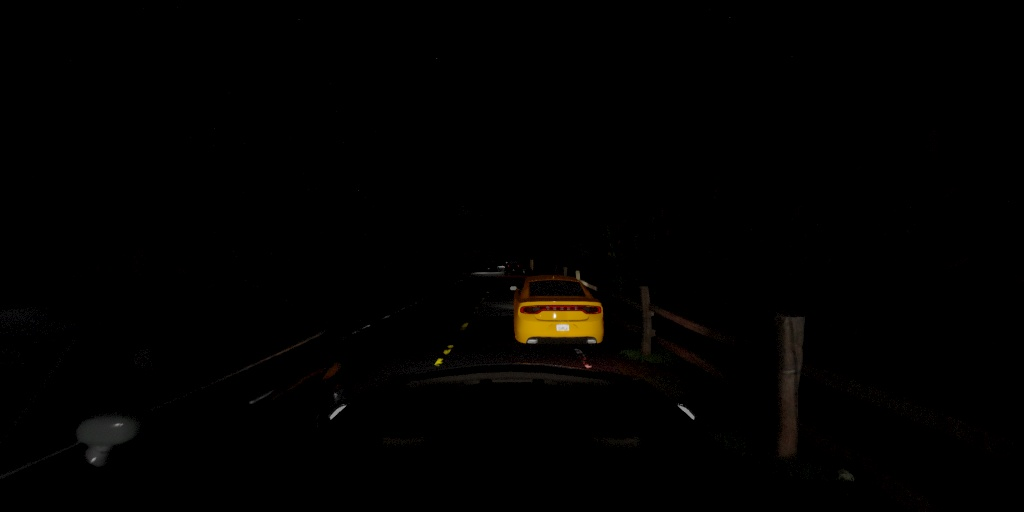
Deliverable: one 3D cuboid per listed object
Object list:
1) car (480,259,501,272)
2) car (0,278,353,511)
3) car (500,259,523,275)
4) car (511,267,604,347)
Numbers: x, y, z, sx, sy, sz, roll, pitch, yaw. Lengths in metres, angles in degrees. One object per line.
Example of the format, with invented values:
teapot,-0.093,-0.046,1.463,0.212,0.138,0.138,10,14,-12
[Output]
car,-2.752,1.223,44.552,1.837,1.490,4.892,0,0,0
car,-2.847,1.102,2.129,2.097,1.767,4.553,0,0,0
car,0.165,1.219,38.340,2.128,1.511,4.902,0,0,0
car,0.982,1.227,9.367,1.882,1.535,5.008,0,0,0
